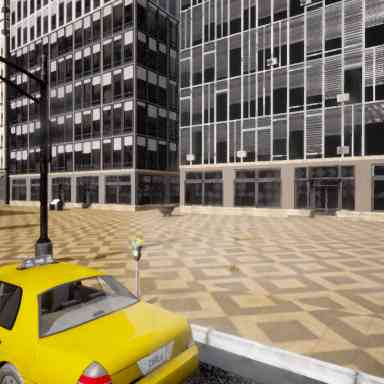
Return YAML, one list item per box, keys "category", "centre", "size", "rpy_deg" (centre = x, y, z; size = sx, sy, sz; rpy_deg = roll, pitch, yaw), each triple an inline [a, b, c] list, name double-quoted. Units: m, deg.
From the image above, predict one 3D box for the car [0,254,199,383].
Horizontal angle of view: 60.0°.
- category: "car"
  centre: [-2.207, 1.525, 4.466]
  size: [4.829, 1.417, 1.752]
  rpy_deg: [0, 0, 36]
